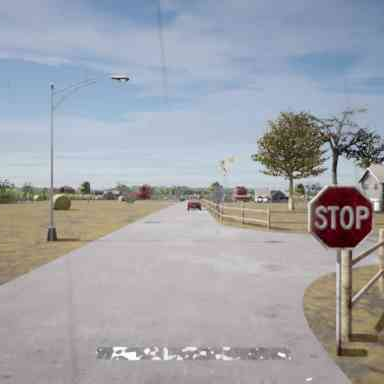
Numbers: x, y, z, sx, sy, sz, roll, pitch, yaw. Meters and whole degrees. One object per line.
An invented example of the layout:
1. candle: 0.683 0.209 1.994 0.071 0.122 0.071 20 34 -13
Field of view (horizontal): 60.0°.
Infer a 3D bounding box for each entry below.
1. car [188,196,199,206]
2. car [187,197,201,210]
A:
1. car: 0.350 1.860 70.846 2.150 2.045 5.566 0 -1 0
2. car: 0.323 1.815 47.822 1.882 1.535 5.008 0 -1 0
